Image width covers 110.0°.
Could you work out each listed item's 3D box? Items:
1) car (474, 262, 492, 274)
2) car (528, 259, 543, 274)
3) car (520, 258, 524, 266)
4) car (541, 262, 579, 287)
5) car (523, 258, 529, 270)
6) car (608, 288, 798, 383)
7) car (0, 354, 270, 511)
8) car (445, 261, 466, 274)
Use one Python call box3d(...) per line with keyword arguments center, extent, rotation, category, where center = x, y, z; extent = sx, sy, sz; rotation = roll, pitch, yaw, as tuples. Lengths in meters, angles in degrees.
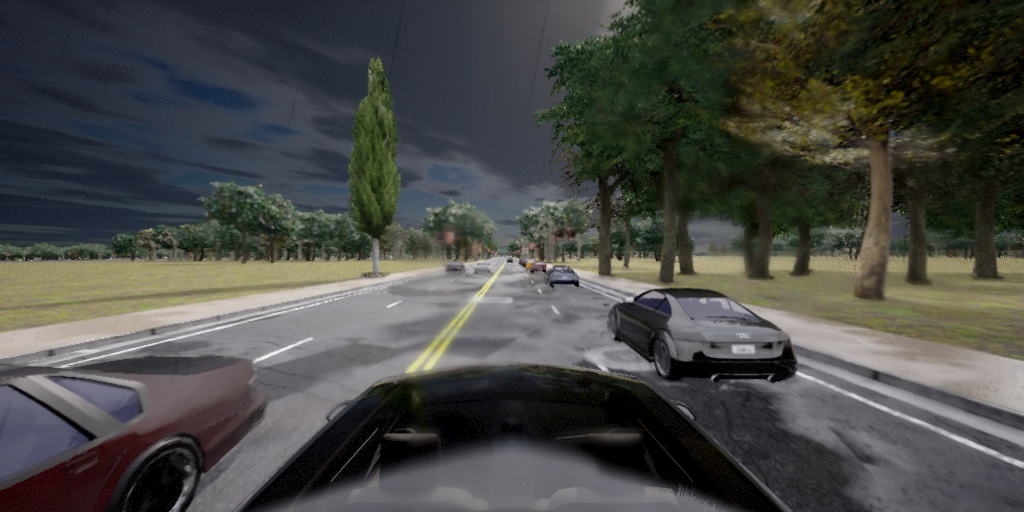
box3d(center=(-3.431, 1.387, 42.652), extent=(1.895, 1.301, 4.718), rotation=(0, 0, 0), category="car")
box3d(center=(3.158, 1.311, 42.237), extent=(1.812, 1.442, 4.674), rotation=(0, 0, 0), category="car")
box3d(center=(3.038, 1.320, 64.278), extent=(2.163, 1.488, 4.792), rotation=(0, 0, 0), category="car")
box3d(center=(3.318, 1.327, 24.470), extent=(1.994, 1.385, 4.181), rotation=(0, 0, 0), category="car")
box3d(center=(3.105, 1.279, 53.242), extent=(1.882, 1.535, 5.008), rotation=(0, 0, 0), category="car")
box3d(center=(3.347, 1.315, 7.192), extent=(1.994, 1.385, 4.181), rotation=(0, 0, 0), category="car")
box3d(center=(-3.350, 1.298, 1.197), extent=(2.033, 1.411, 5.357), rotation=(0, 0, 0), category="car")
box3d(center=(-6.678, 1.334, 42.849), extent=(2.033, 1.411, 5.357), rotation=(0, 0, 0), category="car")
